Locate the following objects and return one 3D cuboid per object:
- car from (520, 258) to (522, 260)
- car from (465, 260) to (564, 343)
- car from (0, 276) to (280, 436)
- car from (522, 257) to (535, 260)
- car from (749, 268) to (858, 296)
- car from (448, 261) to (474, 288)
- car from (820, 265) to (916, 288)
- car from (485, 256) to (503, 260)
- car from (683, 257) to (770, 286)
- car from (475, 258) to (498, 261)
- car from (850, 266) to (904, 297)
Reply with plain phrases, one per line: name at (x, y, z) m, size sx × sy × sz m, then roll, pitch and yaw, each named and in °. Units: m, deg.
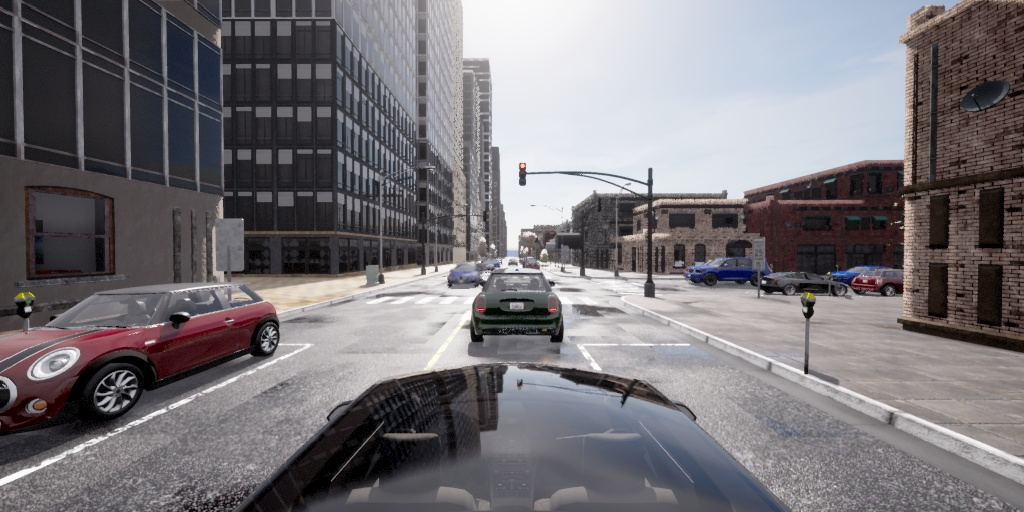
car at (2.774, 1.052, 60.384) m, size 2.192 × 1.841 × 5.009 m, roll 0°, pitch 0°, yaw 0°
car at (0.147, 1.100, 9.871) m, size 2.097 × 1.767 × 4.553 m, roll 0°, pitch 0°, yaw 1°
car at (-5.686, 1.189, 5.572) m, size 1.967 × 1.591 × 4.097 m, roll 0°, pitch 0°, yaw 0°
car at (2.758, 1.179, 49.096) m, size 1.967 × 1.591 × 4.097 m, roll 0°, pitch 0°, yaw 0°
car at (16.438, 1.547, 20.415) m, size 4.313 × 1.339 × 1.948 m, roll 0°, pitch 0°, yaw 1°
car at (-3.070, 1.269, 23.965) m, size 1.812 × 1.442 × 4.674 m, roll 0°, pitch 0°, yaw 0°
car at (25.733, 1.456, 26.063) m, size 5.008 × 1.535 × 1.882 m, roll 1°, pitch 1°, yaw 1°
car at (-2.998, 1.214, 60.164) m, size 1.882 × 1.535 × 5.008 m, roll 0°, pitch 0°, yaw 0°
car at (15.765, 1.105, 26.203) m, size 5.566 × 2.045 × 2.150 m, roll 1°, pitch 1°, yaw 1°
car at (-3.038, 1.265, 43.193) m, size 1.812 × 1.442 × 4.674 m, roll 0°, pitch 0°, yaw 0°
car at (21.986, 1.474, 20.336) m, size 4.097 × 1.591 × 1.967 m, roll 0°, pitch 0°, yaw 1°
